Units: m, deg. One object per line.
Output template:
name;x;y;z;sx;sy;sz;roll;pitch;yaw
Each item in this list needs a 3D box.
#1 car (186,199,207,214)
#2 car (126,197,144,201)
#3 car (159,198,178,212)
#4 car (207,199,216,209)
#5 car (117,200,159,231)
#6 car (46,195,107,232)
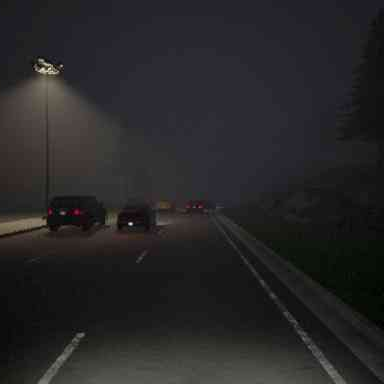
car;0.334;1.547;35.218;2.033;1.411;5.357;0;0;3
car;-6.367;1.352;38.461;2.097;1.767;4.553;0;0;5
car;-2.853;1.478;38.662;1.882;1.535;5.008;0;0;6
car;1.942;1.564;44.502;1.994;1.385;4.181;0;0;14
car;-3.400;1.505;20.839;1.837;1.490;4.892;0;0;0
car;-6.900;1.221;20.444;2.150;2.045;5.566;0;0;0
